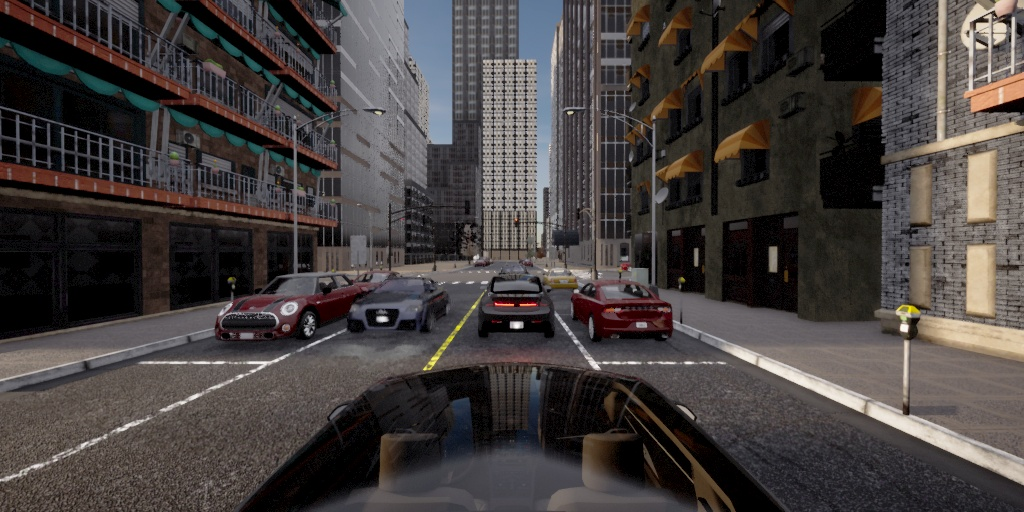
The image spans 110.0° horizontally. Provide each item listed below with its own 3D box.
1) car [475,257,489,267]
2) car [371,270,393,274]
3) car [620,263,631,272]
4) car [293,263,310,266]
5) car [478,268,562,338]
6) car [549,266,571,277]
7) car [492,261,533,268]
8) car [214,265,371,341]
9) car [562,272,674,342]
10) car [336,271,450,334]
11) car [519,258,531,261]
[{"bbox_3d":[-5.644,1.291,64.242,1.888,1.381,4.507,0,0,0],"label":"car"},{"bbox_3d":[-5.682,1.293,15.205,1.888,1.381,4.507,0,0,0],"label":"car"},{"bbox_3d":[14.291,1.005,39.842,4.507,1.381,1.888,0,0,0],"label":"car"},{"bbox_3d":[-23.806,1.493,39.550,4.097,1.591,1.967,0,0,0],"label":"car"},{"bbox_3d":[0.106,1.253,10.212,1.837,1.490,4.892,0,0,0],"label":"car"},{"bbox_3d":[2.703,1.272,20.878,1.751,1.417,4.829,0,0,0],"label":"car"},{"bbox_3d":[0.113,1.239,20.346,2.128,1.511,4.902,0,0,0],"label":"car"},{"bbox_3d":[-5.686,1.188,9.682,1.967,1.591,4.097,0,0,0],"label":"car"},{"bbox_3d":[2.695,1.294,9.661,1.888,1.381,4.507,0,0,0],"label":"car"},{"bbox_3d":[-3.078,1.312,10.505,1.994,1.385,4.181,0,0,0],"label":"car"},{"bbox_3d":[2.736,1.185,64.234,1.967,1.591,4.097,0,0,0],"label":"car"}]
